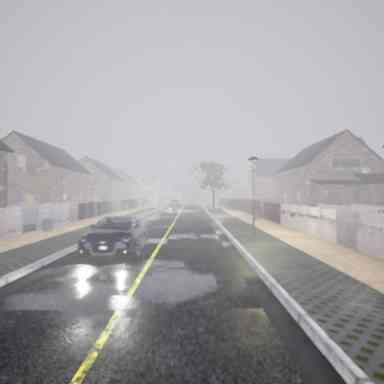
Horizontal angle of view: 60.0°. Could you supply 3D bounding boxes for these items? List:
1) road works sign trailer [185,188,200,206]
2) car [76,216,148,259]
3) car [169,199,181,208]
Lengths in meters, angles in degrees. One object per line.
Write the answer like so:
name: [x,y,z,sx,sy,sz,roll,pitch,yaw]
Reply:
road works sign trailer: [-0.097,0.978,65.923,2.380,3.560,2.880,0,-1,0]
car: [-2.856,1.616,12.697,1.994,1.385,4.181,0,0,0]
car: [-2.885,1.939,56.862,1.812,1.442,4.674,0,-1,0]
